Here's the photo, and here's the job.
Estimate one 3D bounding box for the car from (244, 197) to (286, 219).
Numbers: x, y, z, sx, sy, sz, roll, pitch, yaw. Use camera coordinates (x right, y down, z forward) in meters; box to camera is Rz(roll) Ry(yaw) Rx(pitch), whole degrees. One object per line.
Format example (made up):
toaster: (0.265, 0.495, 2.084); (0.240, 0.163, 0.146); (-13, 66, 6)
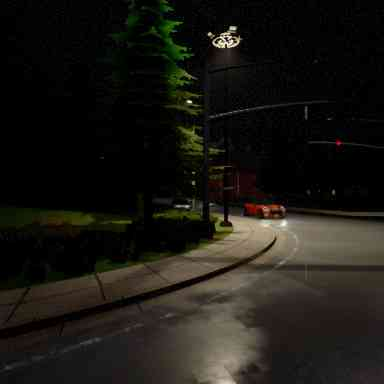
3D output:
car: (6.187, 1.352, 28.668); (2.097, 1.767, 4.553); (0, 0, -14)

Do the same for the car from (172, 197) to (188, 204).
car: (-2.122, 1.601, 58.081); (1.895, 1.301, 4.718); (0, 0, -17)
